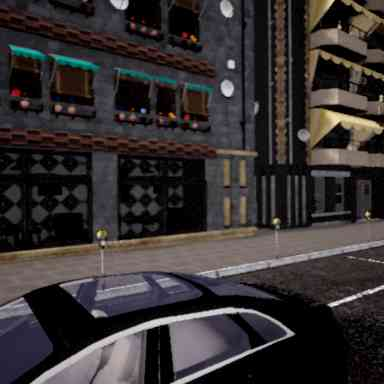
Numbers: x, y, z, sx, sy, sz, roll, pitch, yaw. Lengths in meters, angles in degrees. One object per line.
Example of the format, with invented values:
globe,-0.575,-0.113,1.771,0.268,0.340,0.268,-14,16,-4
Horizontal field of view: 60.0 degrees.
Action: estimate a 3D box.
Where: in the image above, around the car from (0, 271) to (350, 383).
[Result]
car,-0.798,1.492,2.467,4.902,1.511,2.128,0,0,-35
